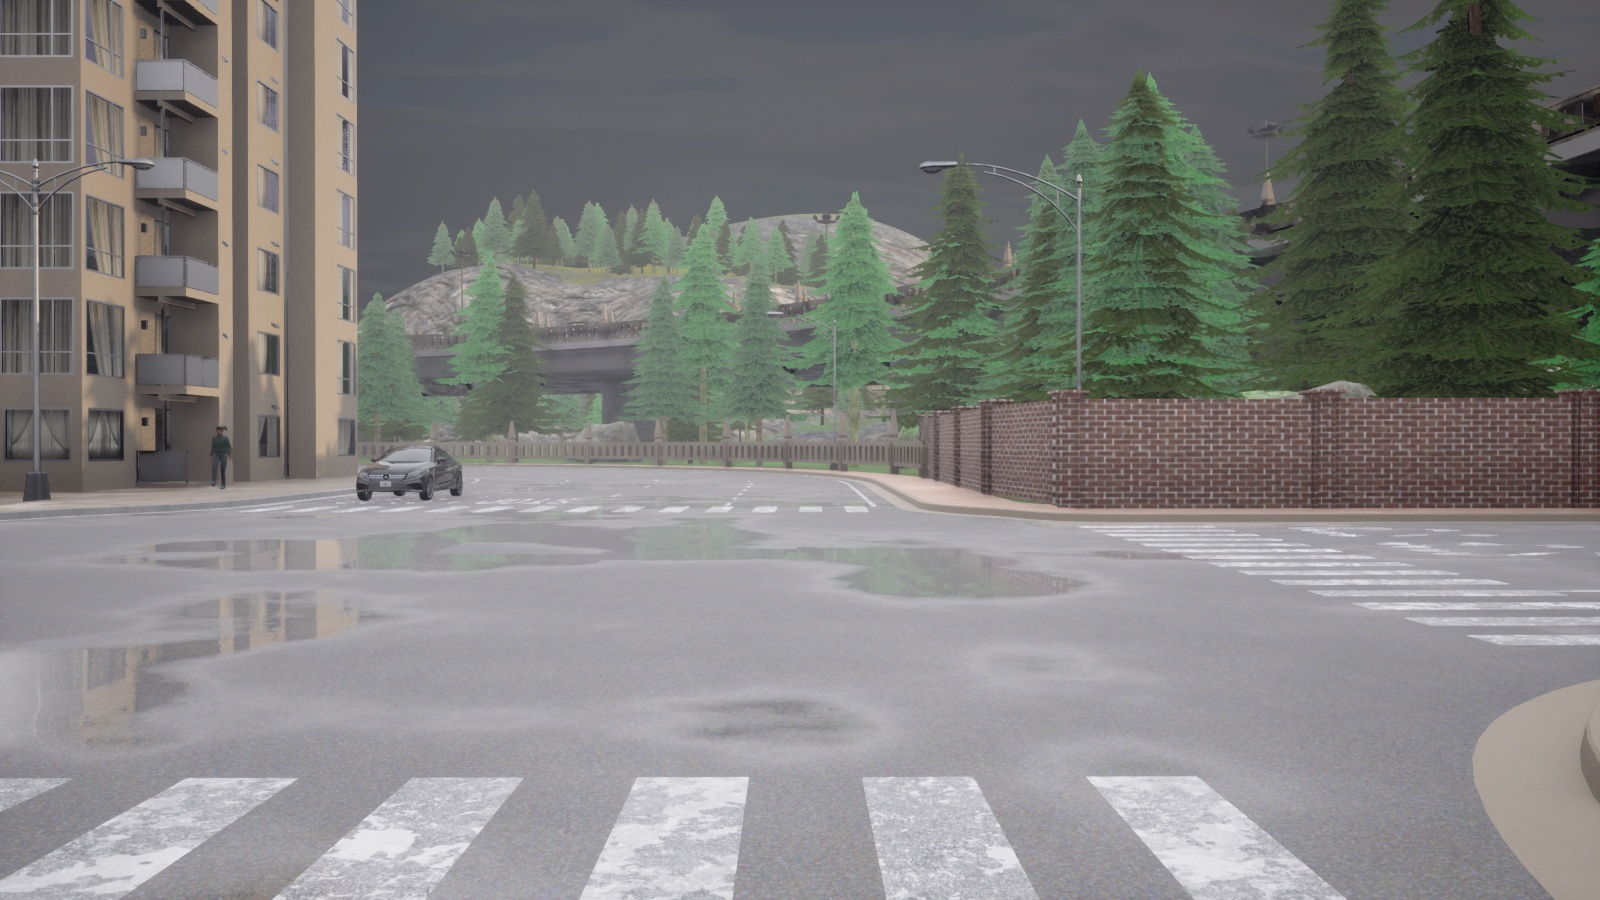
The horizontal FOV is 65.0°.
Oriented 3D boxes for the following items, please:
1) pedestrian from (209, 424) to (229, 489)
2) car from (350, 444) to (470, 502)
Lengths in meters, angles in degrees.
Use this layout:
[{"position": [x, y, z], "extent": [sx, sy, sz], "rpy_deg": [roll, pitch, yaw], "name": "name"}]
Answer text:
[{"position": [-16.618, 0.184, 35.919], "extent": [0.353, 1.847, 0.614], "rpy_deg": [0, 0, -7], "name": "pedestrian"}, {"position": [-10.497, 0.571, 34.132], "extent": [1.812, 1.442, 4.674], "rpy_deg": [0, 0, 0], "name": "car"}]
